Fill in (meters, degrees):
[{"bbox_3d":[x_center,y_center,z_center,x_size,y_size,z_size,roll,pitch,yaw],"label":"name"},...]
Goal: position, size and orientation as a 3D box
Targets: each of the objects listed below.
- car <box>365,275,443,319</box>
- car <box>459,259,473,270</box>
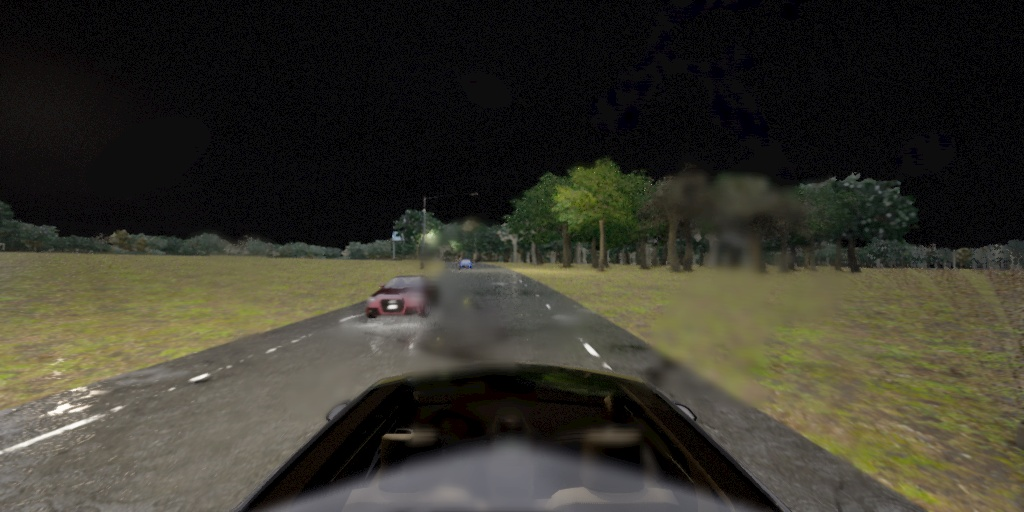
[{"bbox_3d":[-3.798,1.420,13.248,1.994,1.385,4.181,0,0,-2],"label":"car"},{"bbox_3d":[-7.131,1.272,55.369,1.882,1.535,5.008,0,0,-7],"label":"car"}]
